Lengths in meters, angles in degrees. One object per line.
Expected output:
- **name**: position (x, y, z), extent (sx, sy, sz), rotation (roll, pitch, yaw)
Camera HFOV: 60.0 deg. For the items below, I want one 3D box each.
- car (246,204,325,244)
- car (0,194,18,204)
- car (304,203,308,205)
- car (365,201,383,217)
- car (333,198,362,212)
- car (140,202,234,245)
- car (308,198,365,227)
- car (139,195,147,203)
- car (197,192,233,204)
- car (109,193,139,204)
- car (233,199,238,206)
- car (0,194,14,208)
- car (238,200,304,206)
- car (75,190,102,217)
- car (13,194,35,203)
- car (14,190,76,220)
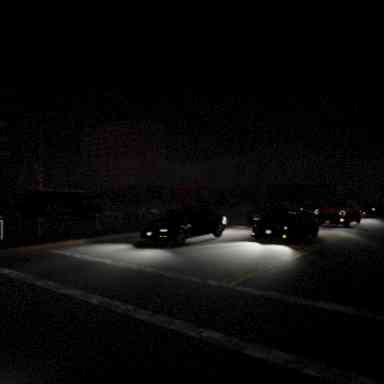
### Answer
- **car**: position (4.468, 1.507, 15.698), extent (1.994, 1.385, 4.181), rotation (0, 0, 38)
- **car**: position (-29.912, 1.045, 53.515), extent (3.806, 1.475, 1.970), rotation (0, 0, 37)
- **car**: position (11.315, 1.405, 29.823), extent (1.837, 1.490, 4.892), rotation (0, 0, 39)
- **car**: position (16.125, 1.516, 30.205), extent (1.895, 1.301, 4.718), rotation (0, 0, 39)
- **car**: position (17.705, 1.412, 37.702), extent (1.812, 1.442, 4.674), rotation (0, 0, 39)
- **car**: position (-0.256, 1.433, 15.341), extent (1.837, 1.490, 4.892), rotation (0, 0, 38)
- **car**: position (9.781, 1.282, 22.341), extent (2.097, 1.767, 4.553), rotation (0, 0, 39)
- **car**: position (-9.417, 1.075, 55.505), extent (3.905, 1.438, 1.784), rotation (0, 0, 37)
- **car**: position (2.707, 0.968, 42.620), extent (3.866, 1.878, 1.905), rotation (0, 0, 37)
- **car**: position (-11.226, 0.868, 53.241), extent (4.605, 1.855, 1.932), rotation (0, 0, 37)
- **car**: position (4.473, 1.203, 44.915), extent (3.806, 1.475, 1.970), rotation (0, 0, 37)
- **car**: position (-21.415, 1.138, 39.762), extent (3.806, 1.475, 1.970), rotation (0, 0, 37)
- **car**: position (5.452, 1.406, 22.545), extent (2.128, 1.511, 4.902), rotation (0, 0, 39)
- **car**: position (-9.179, 1.000, 27.005), extent (3.866, 1.878, 1.905), rotation (0, 0, 37)
- **car**: position (-28.154, 1.009, 55.814), extent (3.905, 1.438, 1.784), rotation (0, 0, 37)
- **car**: position (-10.979, 1.001, 24.739), extent (4.605, 1.855, 1.932), rotation (0, 0, 37)
